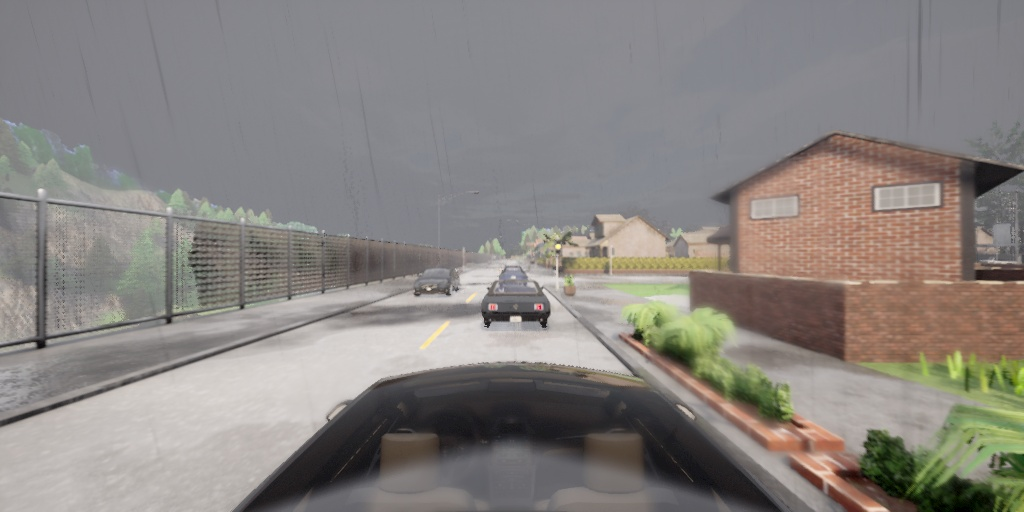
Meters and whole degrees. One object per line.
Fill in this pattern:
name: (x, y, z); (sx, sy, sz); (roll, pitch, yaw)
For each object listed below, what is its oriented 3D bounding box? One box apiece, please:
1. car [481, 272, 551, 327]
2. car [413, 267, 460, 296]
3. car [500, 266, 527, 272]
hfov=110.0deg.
car: (0.104, 1.384, 11.667); (1.895, 1.301, 4.718); (0, 0, 0)
car: (-3.992, 1.358, 19.688); (1.837, 1.490, 4.892); (0, 0, 0)
car: (0.095, 1.390, 25.364); (1.994, 1.385, 4.181); (0, 0, 0)
